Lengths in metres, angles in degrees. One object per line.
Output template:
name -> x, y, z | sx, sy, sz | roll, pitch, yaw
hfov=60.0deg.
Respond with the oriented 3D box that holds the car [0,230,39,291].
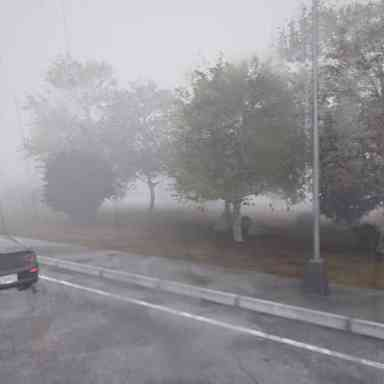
car -> -5.433, 1.525, 7.794 | 4.674, 1.442, 1.812 | 0, 0, 35
